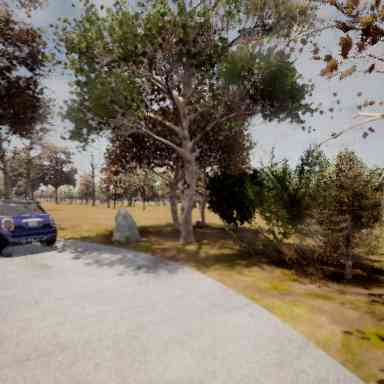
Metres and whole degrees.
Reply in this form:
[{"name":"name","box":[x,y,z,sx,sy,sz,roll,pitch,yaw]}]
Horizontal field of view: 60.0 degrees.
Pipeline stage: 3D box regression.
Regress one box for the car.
[{"name":"car","box":[-7.013,1.048,11.948,4.553,1.767,2.097,1,0,31]}]
